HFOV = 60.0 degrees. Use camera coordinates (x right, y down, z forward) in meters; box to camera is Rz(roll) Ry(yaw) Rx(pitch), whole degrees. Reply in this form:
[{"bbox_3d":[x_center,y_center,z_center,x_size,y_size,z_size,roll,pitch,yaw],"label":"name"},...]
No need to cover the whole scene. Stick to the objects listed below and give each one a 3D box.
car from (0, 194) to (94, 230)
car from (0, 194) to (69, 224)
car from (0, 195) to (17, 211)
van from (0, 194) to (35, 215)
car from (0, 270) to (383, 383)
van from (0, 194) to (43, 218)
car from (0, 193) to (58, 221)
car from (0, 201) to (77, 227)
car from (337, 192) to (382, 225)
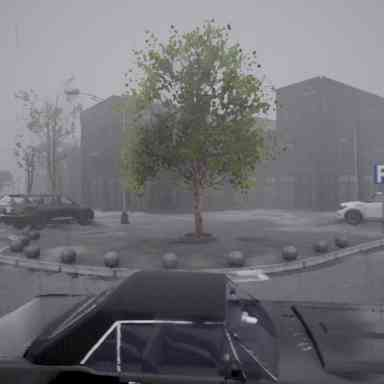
[{"bbox_3d":[-8.769,1.151,20.780,2.435,2.045,5.566,0,0,32],"label":"car"},{"bbox_3d":[-12.476,1.155,25.349,2.435,2.045,5.566,0,0,31],"label":"car"},{"bbox_3d":[-23.528,1.293,39.275,2.185,1.767,4.553,0,0,31],"label":"car"},{"bbox_3d":[-17.947,1.187,32.416,1.878,1.987,4.442,0,0,31],"label":"van"},{"bbox_3d":[0.183,1.569,3.298,4.718,1.301,1.895,0,1,6],"label":"car"},{"bbox_3d":[-16.102,1.185,30.103,1.878,1.987,4.442,0,0,31],"label":"van"},{"bbox_3d":[-14.321,1.157,27.663,2.435,2.045,5.566,0,0,31],"label":"car"},{"bbox_3d":[-10.619,1.433,23.036,2.163,1.488,4.792,0,0,31],"label":"car"},{"bbox_3d":[11.807,0.958,20.103,5.566,2.045,2.435,-1,0,33],"label":"car"}]
